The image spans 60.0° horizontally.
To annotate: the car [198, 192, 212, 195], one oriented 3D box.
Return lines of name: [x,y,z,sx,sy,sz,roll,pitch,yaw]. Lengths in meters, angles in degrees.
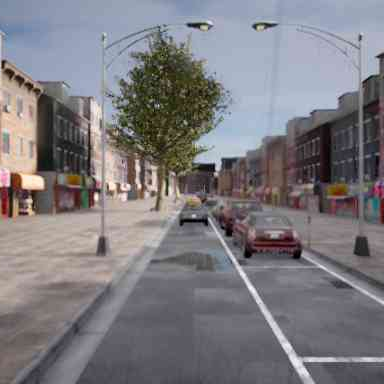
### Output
car: [2.697,1.193,56.962,2.192,1.841,5.009,1,0,0]

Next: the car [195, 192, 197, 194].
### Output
car: [2.724,1.073,90.207,2.192,1.841,5.009,1,0,0]

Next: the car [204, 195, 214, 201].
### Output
car: [2.684,1.467,45.880,2.008,1.369,4.403,1,0,0]

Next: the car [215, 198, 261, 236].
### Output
car: [2.663,1.298,18.173,2.192,1.841,5.009,1,0,0]

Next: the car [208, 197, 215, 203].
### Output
car: [2.671,1.486,29.426,1.752,1.417,4.829,1,0,0]

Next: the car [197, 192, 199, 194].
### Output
car: [2.710,1.133,73.584,2.192,1.841,5.009,1,0,0]

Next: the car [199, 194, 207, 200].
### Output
car: [2.716,1.323,84.667,1.887,1.381,4.507,1,0,0]

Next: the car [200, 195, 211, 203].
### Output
car: [2.702,1.404,68.044,1.947,1.339,4.313,1,0,0]

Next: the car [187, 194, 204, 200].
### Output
car: [0.133,1.407,41.584,1.882,1.535,5.008,0,0,0]

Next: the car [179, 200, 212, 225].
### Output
car: [0.120,1.536,23.675,1.994,1.385,4.181,0,0,0]

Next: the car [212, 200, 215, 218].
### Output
car: [2.665,1.538,23.714,1.947,1.339,4.313,1,0,0]

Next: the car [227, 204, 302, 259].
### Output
car: [2.657,1.431,12.632,1.967,1.590,4.097,1,0,0]
